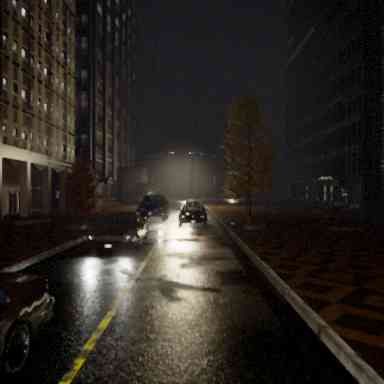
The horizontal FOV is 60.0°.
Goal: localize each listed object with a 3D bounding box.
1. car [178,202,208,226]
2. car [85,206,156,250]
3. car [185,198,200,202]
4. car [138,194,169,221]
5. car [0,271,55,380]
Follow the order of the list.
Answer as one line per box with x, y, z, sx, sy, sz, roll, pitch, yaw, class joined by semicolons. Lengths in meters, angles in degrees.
0.074;1.601;23.279;1.895;1.301;4.718;0;0;0;car
-2.996;1.548;14.566;2.033;1.411;5.357;0;0;0;car
0.110;1.545;44.422;2.033;1.411;5.357;0;0;0;car
-3.052;1.222;27.199;2.150;2.045;5.566;0;0;0;car
-3.026;1.548;2.763;2.033;1.411;5.357;0;0;1;car
